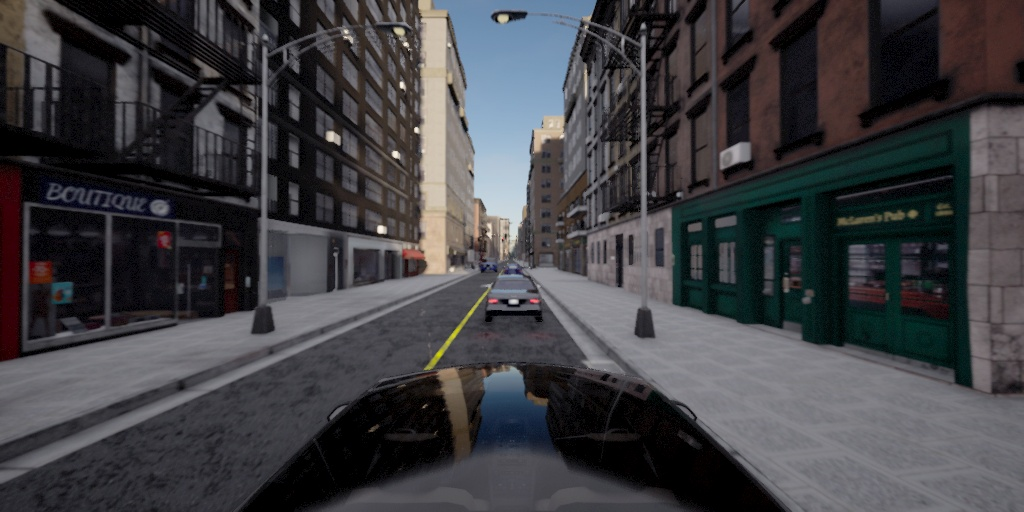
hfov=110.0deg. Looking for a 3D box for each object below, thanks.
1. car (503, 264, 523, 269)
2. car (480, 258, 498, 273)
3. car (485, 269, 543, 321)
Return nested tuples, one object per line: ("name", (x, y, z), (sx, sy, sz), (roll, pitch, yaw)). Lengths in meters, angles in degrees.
("car", (0.082, 1.472, 33.632), (1.812, 1.442, 4.674), (0, 0, 0))
("car", (-3.095, 1.258, 48.824), (2.150, 2.045, 5.566), (0, -1, 0))
("car", (0.064, 1.365, 12.726), (2.033, 1.411, 5.357), (0, 0, 0))
